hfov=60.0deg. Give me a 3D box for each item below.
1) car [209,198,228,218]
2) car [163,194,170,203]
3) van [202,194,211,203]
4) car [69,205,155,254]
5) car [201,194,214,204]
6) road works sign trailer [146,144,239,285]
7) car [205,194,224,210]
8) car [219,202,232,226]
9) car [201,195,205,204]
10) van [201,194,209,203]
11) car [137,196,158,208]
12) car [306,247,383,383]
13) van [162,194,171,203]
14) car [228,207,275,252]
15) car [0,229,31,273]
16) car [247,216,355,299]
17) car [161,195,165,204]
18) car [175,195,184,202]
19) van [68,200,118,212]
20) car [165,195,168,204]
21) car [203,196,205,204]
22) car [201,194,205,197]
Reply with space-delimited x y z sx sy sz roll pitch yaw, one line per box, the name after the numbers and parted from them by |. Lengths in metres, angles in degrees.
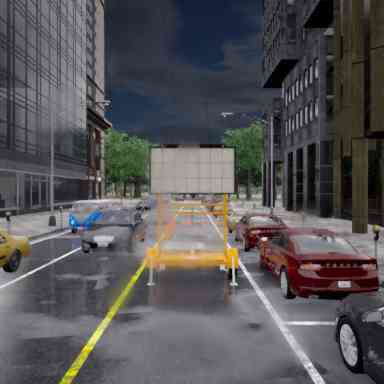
2.809 1.528 30.200 1.752 1.417 4.829 0 0 0 | car
-5.666 1.543 62.499 1.752 1.417 4.829 0 0 0 | car
2.868 1.363 68.093 1.690 1.788 3.998 0 0 0 | van
-2.978 1.491 13.591 2.128 1.511 4.902 0 0 0 | car
2.859 1.333 62.656 2.192 1.841 5.009 0 0 0 | car
0.015 0.465 9.426 2.380 3.560 2.880 0 0 0 | road works sign trailer
2.817 1.320 35.468 2.192 1.841 5.009 0 0 0 | car
2.792 1.527 19.325 1.752 1.417 4.829 0 0 0 | car
2.843 1.556 51.780 1.887 1.381 4.507 0 0 0 | car
2.876 1.367 73.531 1.690 1.788 3.998 0 0 0 | van
-5.699 1.572 40.918 1.947 1.339 4.313 0 0 0 | car
2.767 1.551 2.842 2.008 1.369 4.403 0 0 0 | car
-5.649 1.367 73.544 1.690 1.788 3.998 0 0 0 | van
2.784 1.545 13.717 1.887 1.381 4.507 0 0 0 | car
-5.750 1.525 8.123 1.752 1.417 4.829 0 0 0 | car
2.775 1.545 8.280 1.887 1.381 4.507 0 0 0 | car
-5.683 1.537 51.624 1.752 1.417 4.829 0 0 0 | car
-2.877 1.533 77.223 1.837 1.490 4.892 0 0 0 | car
-5.733 1.342 19.168 1.690 1.788 3.998 0 0 0 | van
-5.674 1.580 57.231 1.947 1.339 4.313 0 0 0 | car
2.835 1.534 46.513 1.752 1.417 4.829 0 0 0 | car
2.851 1.455 57.218 1.967 1.590 4.097 0 0 0 | car
